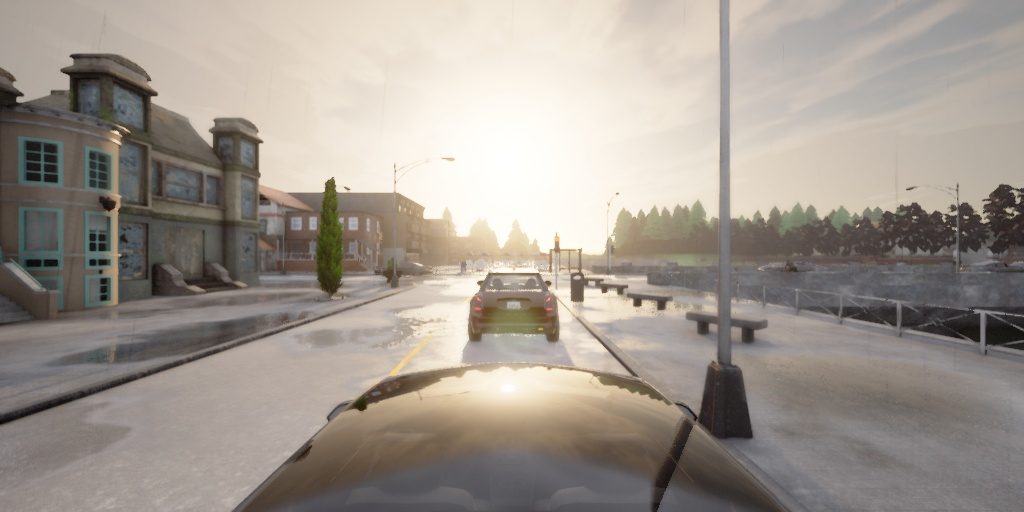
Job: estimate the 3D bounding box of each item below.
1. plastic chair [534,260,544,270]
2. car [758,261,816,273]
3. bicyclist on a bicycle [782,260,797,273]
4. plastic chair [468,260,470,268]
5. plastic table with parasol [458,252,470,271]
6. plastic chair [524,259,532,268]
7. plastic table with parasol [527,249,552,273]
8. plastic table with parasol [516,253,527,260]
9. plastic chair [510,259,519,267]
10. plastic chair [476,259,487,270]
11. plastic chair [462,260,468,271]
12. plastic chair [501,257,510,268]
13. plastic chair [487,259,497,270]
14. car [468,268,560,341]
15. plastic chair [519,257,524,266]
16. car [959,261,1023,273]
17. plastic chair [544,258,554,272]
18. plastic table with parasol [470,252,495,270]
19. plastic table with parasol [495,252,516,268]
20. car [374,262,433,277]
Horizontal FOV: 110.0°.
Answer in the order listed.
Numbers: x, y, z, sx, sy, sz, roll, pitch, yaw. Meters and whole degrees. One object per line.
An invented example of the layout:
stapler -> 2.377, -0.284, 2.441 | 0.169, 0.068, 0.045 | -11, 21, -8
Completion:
plastic chair -> 3.592, 1.240, 47.925 | 0.750, 1.272, 0.730 | 0, 0, 0
car -> 26.072, 1.213, 34.053 | 4.902, 1.511, 2.128 | 0, 0, 0
bicyclist on a bicycle -> 19.889, 1.078, 25.676 | 0.582, 1.620, 1.656 | 0, 0, 0
plastic chair -> -5.401, 1.238, 50.054 | 0.730, 1.272, 0.750 | 0, 0, 0
plastic table with parasol -> -6.950, 0.628, 56.570 | 2.482, 2.480, 2.482 | 0, 0, 0
plastic chair -> 2.396, 1.238, 49.229 | 0.730, 1.272, 0.750 | 0, 0, 0
plastic table with parasol -> 3.736, 0.634, 49.194 | 2.482, 2.480, 2.482 | 0, 0, 0
plastic table with parasol -> 1.366, 0.621, 64.542 | 2.482, 2.480, 2.482 | 0, 0, 0
plastic chair -> 0.321, 1.232, 56.836 | 0.730, 1.272, 0.750 | 0, 0, 0
plastic chair -> -4.206, 1.239, 48.751 | 0.750, 1.272, 0.730 | 0, 0, 0
plastic chair -> -6.880, 1.233, 55.391 | 0.750, 1.272, 0.730 | 0, 0, 0
plastic chair -> -1.083, 1.233, 55.740 | 0.750, 1.272, 0.730 | 0, 0, 0
plastic chair -> -2.802, 1.238, 49.846 | 0.730, 1.272, 0.750 | 0, 0, 0
car -> 0.065, 1.095, 9.995 | 2.097, 1.767, 4.553 | 0, 0, 1
plastic chair -> 1.246, 1.226, 63.364 | 0.750, 1.272, 0.730 | 0, 0, 0
car -> 40.464, 1.230, 29.898 | 4.892, 1.490, 1.837 | 0, 0, 1
plastic chair -> 4.995, 1.239, 49.020 | 0.730, 1.272, 0.750 | 0, 0, 0
plastic table with parasol -> -4.082, 0.634, 49.970 | 2.482, 2.480, 2.482 | 0, 0, 0
plastic table with parasol -> -1.029, 0.628, 56.940 | 2.482, 2.480, 2.482 | 0, 0, 0
car -> -10.354, 1.269, 34.415 | 5.357, 1.411, 2.033 | 0, 0, 3
